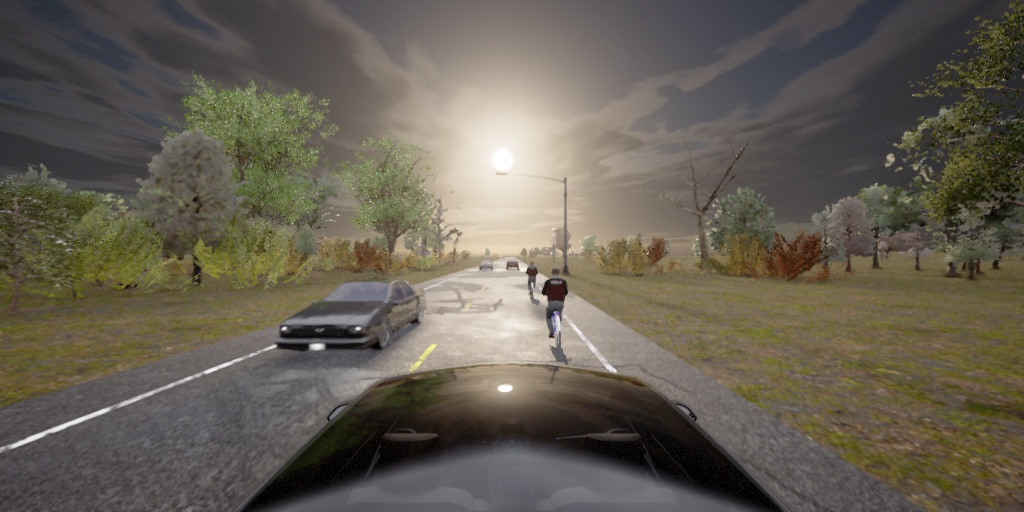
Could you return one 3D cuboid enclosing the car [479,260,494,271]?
[{"bbox_3d":[-3.598,1.275,50.294,1.812,1.442,4.674,0,0,0],"label":"car"}]

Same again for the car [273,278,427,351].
[{"bbox_3d":[-3.601,1.299,9.292,2.033,1.411,5.357,0,0,0],"label":"car"}]

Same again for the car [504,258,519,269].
[{"bbox_3d":[0.088,1.226,56.120,1.882,1.535,5.008,0,0,0],"label":"car"}]

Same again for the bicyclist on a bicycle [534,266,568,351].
[{"bbox_3d":[0.961,1.122,8.144,0.659,1.776,1.843,0,0,0],"label":"bicyclist on a bicycle"}]

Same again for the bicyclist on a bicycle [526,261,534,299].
[{"bbox_3d":[0.959,1.123,17.353,0.659,1.776,1.843,0,0,0],"label":"bicyclist on a bicycle"}]
